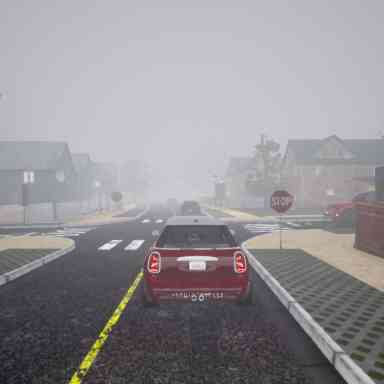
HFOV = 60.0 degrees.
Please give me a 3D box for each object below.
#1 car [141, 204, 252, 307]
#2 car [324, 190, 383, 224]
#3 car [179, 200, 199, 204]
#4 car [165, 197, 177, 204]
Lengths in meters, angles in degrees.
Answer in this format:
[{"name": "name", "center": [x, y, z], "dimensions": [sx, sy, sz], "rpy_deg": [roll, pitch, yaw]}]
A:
[{"name": "car", "center": [0.045, 1.353, 8.151], "dimensions": [2.097, 1.767, 4.553], "rpy_deg": [0, 0, -1]}, {"name": "car", "center": [11.521, 0.922, 21.519], "dimensions": [5.566, 2.045, 2.150], "rpy_deg": [-1, 0, 1]}, {"name": "car", "center": [-0.259, 1.558, 33.490], "dimensions": [1.882, 1.535, 5.008], "rpy_deg": [0, 0, -3]}, {"name": "car", "center": [-4.018, 1.782, 64.841], "dimensions": [1.837, 1.490, 4.892], "rpy_deg": [0, 0, -10]}]
